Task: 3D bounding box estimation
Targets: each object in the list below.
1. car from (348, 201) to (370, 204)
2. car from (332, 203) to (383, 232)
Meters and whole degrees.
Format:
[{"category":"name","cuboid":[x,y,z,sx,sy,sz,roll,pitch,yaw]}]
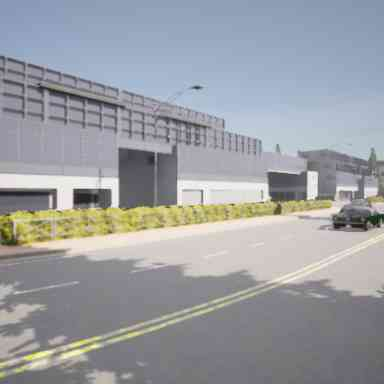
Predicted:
[{"category":"car","cuboid":[16.128,1.539,32.315,2.033,1.411,5.357,0,0,41]},{"category":"car","cuboid":[10.137,1.596,20.168,1.895,1.301,4.718,0,0,41]}]
